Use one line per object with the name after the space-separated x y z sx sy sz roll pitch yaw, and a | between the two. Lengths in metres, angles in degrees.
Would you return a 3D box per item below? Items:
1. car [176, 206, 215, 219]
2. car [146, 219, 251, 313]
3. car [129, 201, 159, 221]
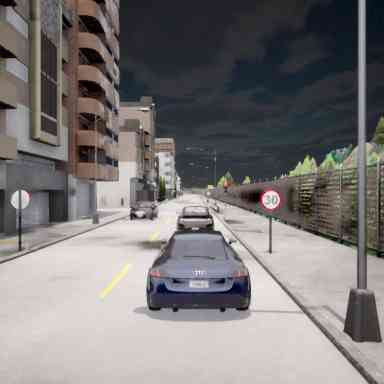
0.184 1.491 17.690 2.128 1.511 4.902 0 0 1 | car
0.130 1.564 7.775 1.994 1.385 4.181 0 0 0 | car
-3.868 1.493 27.295 2.128 1.511 4.902 0 0 1 | car
